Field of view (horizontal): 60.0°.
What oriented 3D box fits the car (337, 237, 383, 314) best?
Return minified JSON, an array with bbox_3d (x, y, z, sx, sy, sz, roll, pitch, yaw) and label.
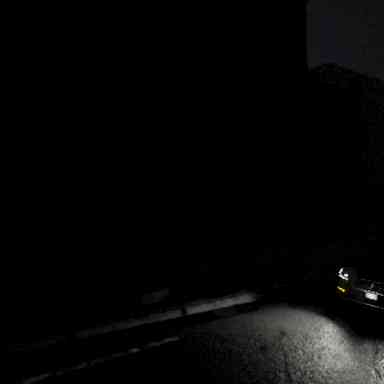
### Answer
[{"bbox_3d":[5.057,1.540,7.103,4.892,1.490,1.837,0,0,-35],"label":"car"}]
